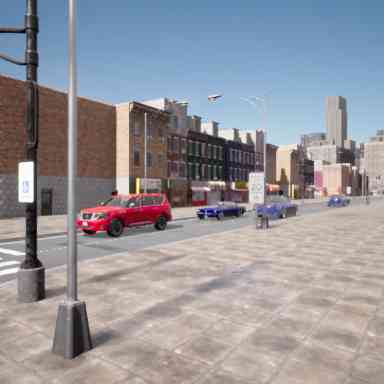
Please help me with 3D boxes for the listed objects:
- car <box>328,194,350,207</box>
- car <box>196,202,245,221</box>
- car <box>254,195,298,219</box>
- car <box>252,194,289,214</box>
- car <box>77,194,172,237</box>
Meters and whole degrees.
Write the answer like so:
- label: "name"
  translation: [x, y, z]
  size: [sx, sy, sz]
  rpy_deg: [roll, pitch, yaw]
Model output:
- label: "car"
  translation: [20.523, 1.084, 46.282]
  size: [2.097, 1.767, 4.553]
  rpy_deg: [0, 0, 35]
- label: "car"
  translation: [2.284, 1.436, 25.766]
  size: [1.895, 1.301, 4.718]
  rpy_deg: [0, 0, 35]
- label: "car"
  translation: [7.213, 1.172, 27.593]
  size: [2.097, 1.767, 4.553]
  rpy_deg: [0, 0, 35]
- label: "car"
  translation: [8.087, 1.140, 33.885]
  size: [2.097, 1.767, 4.553]
  rpy_deg: [0, 0, 36]
- label: "car"
  translation: [-3.394, 1.118, 17.779]
  size: [2.150, 2.045, 5.566]
  rpy_deg: [0, 0, 35]
